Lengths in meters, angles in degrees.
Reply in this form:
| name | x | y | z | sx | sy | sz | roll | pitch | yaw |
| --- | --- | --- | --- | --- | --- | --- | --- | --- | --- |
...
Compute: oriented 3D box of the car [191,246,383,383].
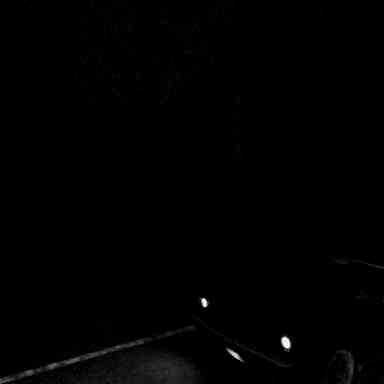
| name | x | y | z | sx | sy | sz | roll | pitch | yaw |
| --- | --- | --- | --- | --- | --- | --- | --- | --- | --- |
| car | 2.363 | 1.608 | 5.115 | 4.718 | 1.301 | 1.895 | 0 | 0 | -33 |
